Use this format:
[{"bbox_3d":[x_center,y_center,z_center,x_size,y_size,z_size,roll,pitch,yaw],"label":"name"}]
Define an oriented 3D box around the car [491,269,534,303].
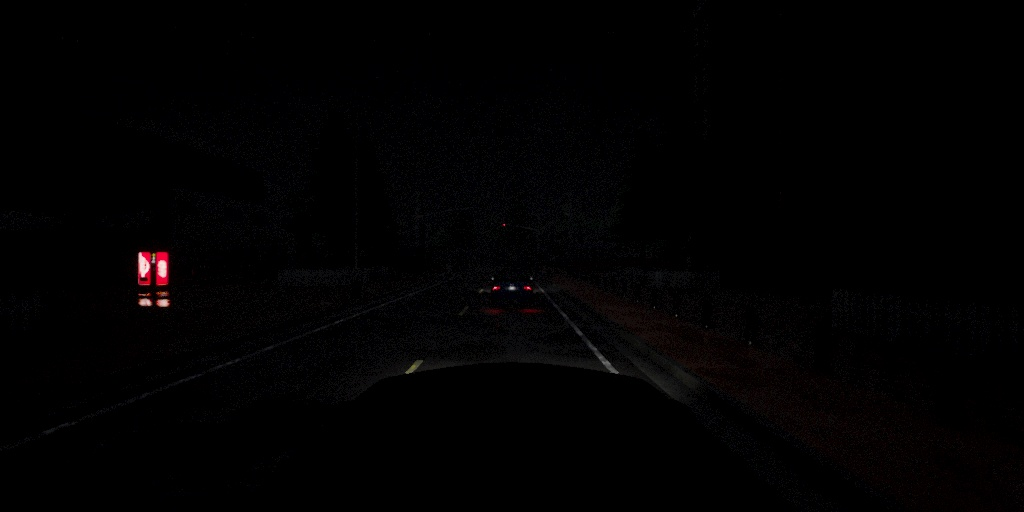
[{"bbox_3d":[0.000,1.310,16.500,2.033,1.411,5.357,0,0,0],"label":"car"}]
